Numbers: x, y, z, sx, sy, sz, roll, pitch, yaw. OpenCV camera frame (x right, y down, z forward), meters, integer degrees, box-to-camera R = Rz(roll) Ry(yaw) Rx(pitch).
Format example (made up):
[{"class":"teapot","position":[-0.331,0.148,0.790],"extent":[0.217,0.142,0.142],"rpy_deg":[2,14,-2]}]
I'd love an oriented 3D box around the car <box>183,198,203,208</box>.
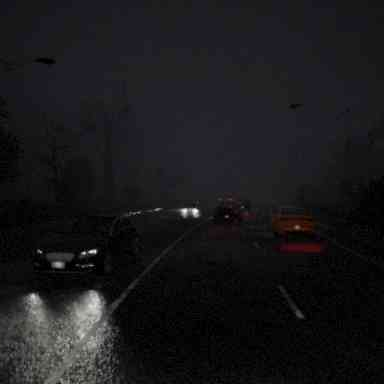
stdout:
[{"class":"car","position":[0.141,1.511,46.250],"extent":[1.895,1.301,4.718],"rpy_deg":[0,0,14]}]

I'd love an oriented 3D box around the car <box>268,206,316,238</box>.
[{"class":"car","position":[5.185,1.463,17.721],"extent":[1.882,1.535,5.008],"rpy_deg":[0,0,8]}]

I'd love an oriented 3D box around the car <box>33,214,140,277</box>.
[{"class":"car","position":[-2.952,1.464,10.337],"extent":[2.128,1.511,4.902],"rpy_deg":[0,0,5]}]

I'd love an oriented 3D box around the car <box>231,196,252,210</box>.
[{"class":"car","position":[6.409,1.437,41.462],"extent":[2.128,1.511,4.902],"rpy_deg":[0,0,13]}]

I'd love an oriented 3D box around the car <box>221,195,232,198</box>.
[{"class":"car","position":[5.549,1.269,53.512],"extent":[2.097,1.767,4.553],"rpy_deg":[0,0,14]}]

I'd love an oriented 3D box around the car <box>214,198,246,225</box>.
[{"class":"car","position":[2.703,1.443,24.094],"extent":[1.882,1.535,5.008],"rpy_deg":[0,0,10]}]
